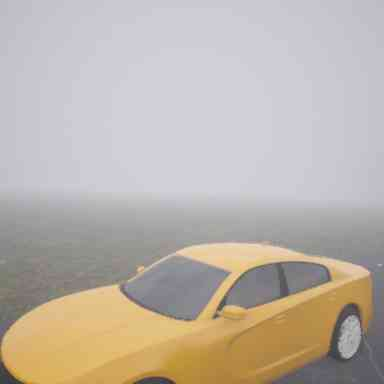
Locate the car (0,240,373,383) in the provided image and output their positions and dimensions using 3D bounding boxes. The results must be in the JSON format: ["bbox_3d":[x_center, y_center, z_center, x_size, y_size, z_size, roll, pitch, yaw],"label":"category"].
[{"bbox_3d":[0.386,1.460,4.303,5.008,1.535,1.882,1,1,-36],"label":"car"}]
